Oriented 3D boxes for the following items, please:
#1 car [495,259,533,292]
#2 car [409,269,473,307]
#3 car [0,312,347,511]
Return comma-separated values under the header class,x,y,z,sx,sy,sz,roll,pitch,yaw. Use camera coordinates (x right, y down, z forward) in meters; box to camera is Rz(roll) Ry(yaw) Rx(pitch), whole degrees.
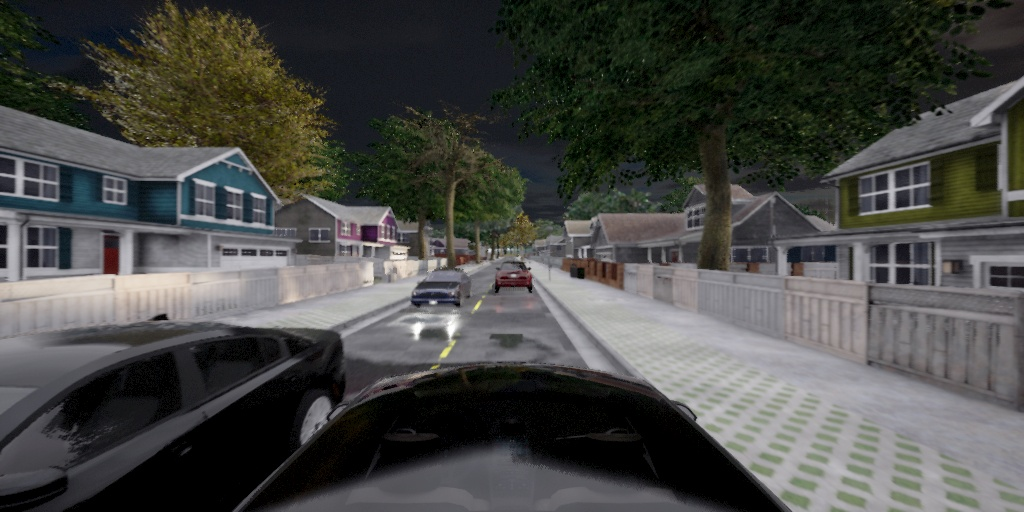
class,x,y,z,sx,sy,sz,roll,pitch,yaw
car,0.097,1.071,21.370,2.097,1.767,4.553,0,0,0
car,-2.817,1.281,15.528,2.033,1.411,5.357,0,0,0
car,-2.826,1.227,2.049,1.882,1.535,5.008,0,0,0
